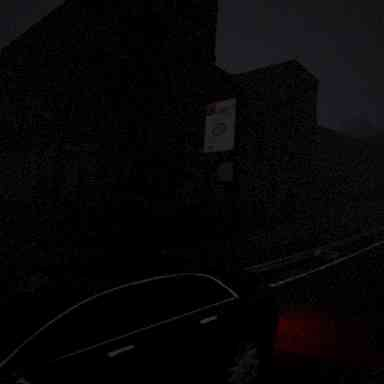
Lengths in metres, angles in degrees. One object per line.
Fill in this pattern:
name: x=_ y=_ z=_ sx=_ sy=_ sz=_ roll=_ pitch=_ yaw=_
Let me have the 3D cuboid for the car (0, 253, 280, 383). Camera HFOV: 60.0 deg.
car: x=-1.086 y=1.521 z=3.456 sx=4.892 sy=1.490 sz=1.837 roll=0 pitch=0 yaw=-39
